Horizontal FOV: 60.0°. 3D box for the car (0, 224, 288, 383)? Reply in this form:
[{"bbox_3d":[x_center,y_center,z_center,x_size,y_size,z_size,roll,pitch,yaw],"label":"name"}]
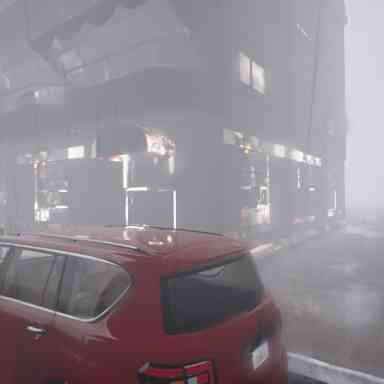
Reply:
[{"bbox_3d":[-1.426,1.316,3.899,5.009,1.841,2.192,0,-1,35],"label":"car"}]
